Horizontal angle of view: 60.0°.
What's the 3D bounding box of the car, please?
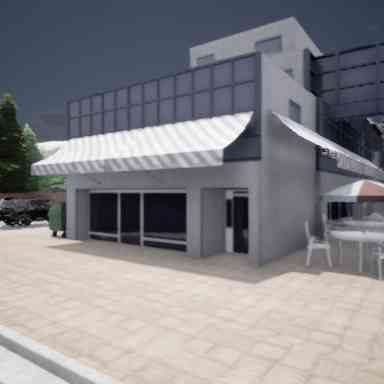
[{"bbox_3d":[-11.065,1.392,24.181,2.150,2.045,5.566,0,0,40],"label":"car"}]
